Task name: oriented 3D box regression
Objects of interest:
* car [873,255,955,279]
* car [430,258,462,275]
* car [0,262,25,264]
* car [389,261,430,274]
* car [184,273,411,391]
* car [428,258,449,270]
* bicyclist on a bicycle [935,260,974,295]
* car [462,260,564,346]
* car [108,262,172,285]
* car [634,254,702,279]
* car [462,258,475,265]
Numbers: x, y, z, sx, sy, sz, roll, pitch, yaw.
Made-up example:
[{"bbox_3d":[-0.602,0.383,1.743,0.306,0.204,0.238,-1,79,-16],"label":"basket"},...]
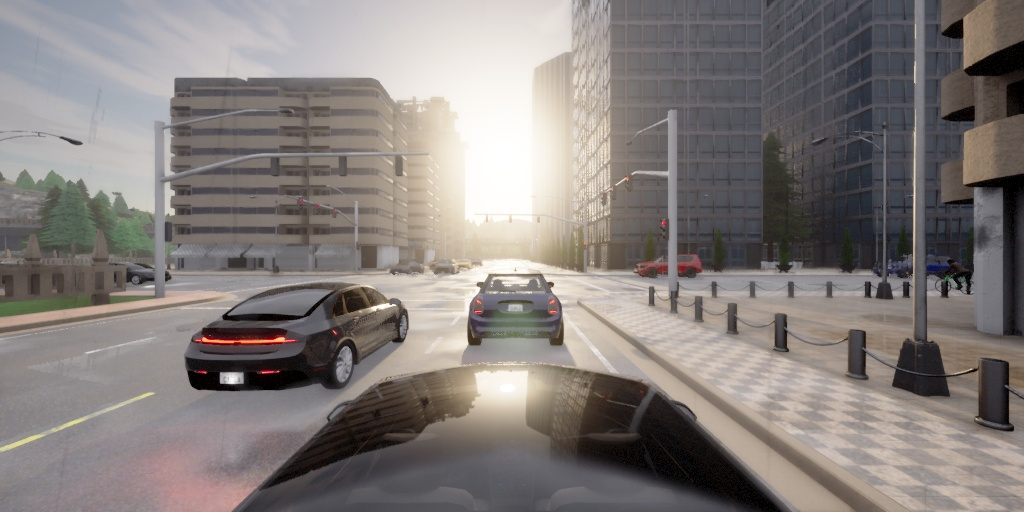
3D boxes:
[{"bbox_3d":[35.117,0.916,31.387,5.566,2.045,2.150,0,0,0],"label":"car"},{"bbox_3d":[-7.057,1.092,38.649,2.097,1.767,4.553,0,0,0],"label":"car"},{"bbox_3d":[-36.406,1.198,26.247,4.892,1.490,1.837,0,0,15],"label":"car"},{"bbox_3d":[-11.128,1.294,38.548,2.033,1.411,5.357,0,0,10],"label":"car"},{"bbox_3d":[-3.427,1.255,6.831,1.837,1.490,4.892,0,0,0],"label":"car"},{"bbox_3d":[-10.535,1.103,51.928,2.097,1.767,4.553,0,0,0],"label":"car"},{"bbox_3d":[21.018,0.996,17.004,0.582,1.620,1.656,0,0,0],"label":"bicyclist on a bicycle"},{"bbox_3d":[0.090,1.102,9.603,2.097,1.767,4.553,0,0,0],"label":"car"},{"bbox_3d":[-26.505,1.199,24.902,4.892,1.490,1.837,0,0,4],"label":"car"},{"bbox_3d":[13.697,0.909,31.536,5.566,2.045,2.150,-1,0,0],"label":"car"},{"bbox_3d":[-7.036,1.227,52.422,1.882,1.535,5.008,0,0,0],"label":"car"}]
